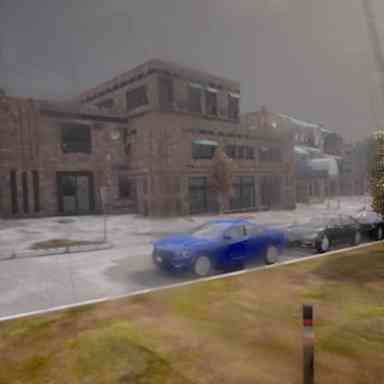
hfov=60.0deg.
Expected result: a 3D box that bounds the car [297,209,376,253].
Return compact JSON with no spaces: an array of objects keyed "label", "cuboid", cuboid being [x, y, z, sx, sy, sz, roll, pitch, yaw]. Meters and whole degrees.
[{"label":"car","cuboid":[5.996,1.712,15.127,4.892,1.521,2.231,1,0,-39]}]

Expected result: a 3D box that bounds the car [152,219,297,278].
[{"label":"car","cuboid":[1.043,1.701,11.190,5.008,1.535,2.097,0,0,-37]}]

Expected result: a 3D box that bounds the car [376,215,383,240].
[{"label":"car","cuboid":[10.300,1.736,18.878,5.008,1.535,2.097,1,0,-41]}]
